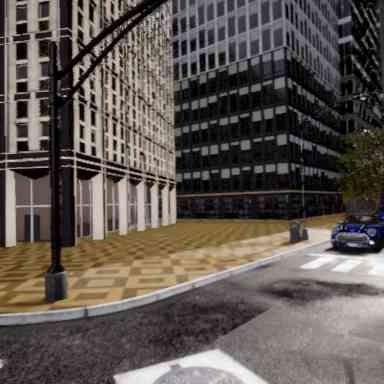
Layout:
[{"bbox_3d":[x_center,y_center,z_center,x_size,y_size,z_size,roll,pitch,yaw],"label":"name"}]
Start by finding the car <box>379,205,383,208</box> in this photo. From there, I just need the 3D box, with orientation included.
[{"bbox_3d":[15.275,1.967,25.349,2.150,2.045,5.566,-3,-3,38],"label":"car"}]

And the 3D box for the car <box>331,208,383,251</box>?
[{"bbox_3d":[8.731,1.894,17.105,2.097,1.767,4.553,-3,-3,38],"label":"car"}]
